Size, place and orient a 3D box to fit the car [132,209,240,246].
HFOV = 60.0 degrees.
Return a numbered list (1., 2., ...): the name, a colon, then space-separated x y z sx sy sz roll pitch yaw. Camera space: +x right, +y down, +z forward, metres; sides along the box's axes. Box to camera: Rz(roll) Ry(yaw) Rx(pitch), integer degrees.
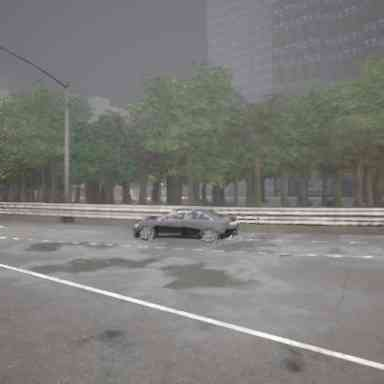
1. car: -0.310 1.513 15.074 4.902 1.511 2.128 0 0 17
